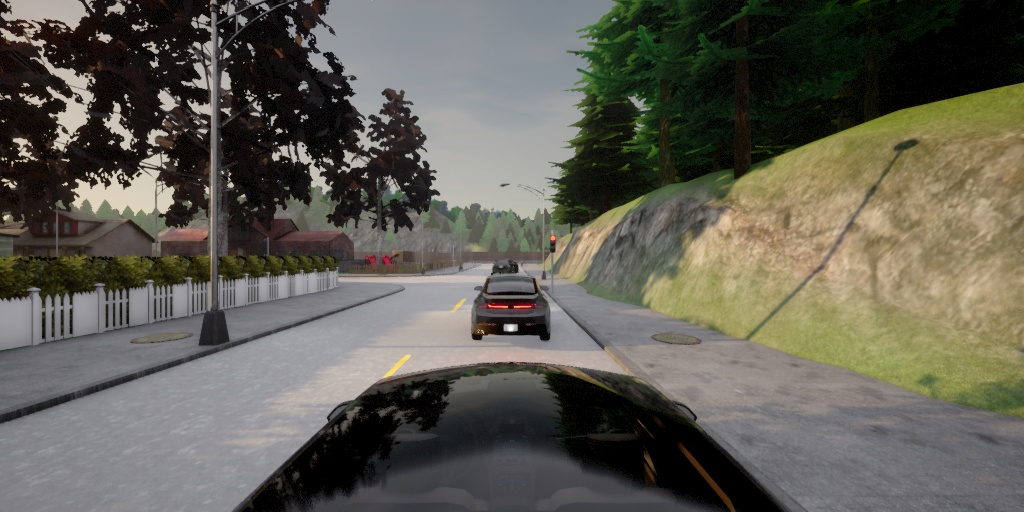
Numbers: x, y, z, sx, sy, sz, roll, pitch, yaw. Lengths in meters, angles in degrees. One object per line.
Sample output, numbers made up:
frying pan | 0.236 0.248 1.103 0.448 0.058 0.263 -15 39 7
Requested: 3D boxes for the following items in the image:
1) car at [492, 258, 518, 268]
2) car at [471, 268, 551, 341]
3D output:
car | -0.691 1.102 38.320 2.097 1.767 4.553 0 0 12
car | -0.017 1.255 9.933 1.837 1.490 4.892 0 0 0
